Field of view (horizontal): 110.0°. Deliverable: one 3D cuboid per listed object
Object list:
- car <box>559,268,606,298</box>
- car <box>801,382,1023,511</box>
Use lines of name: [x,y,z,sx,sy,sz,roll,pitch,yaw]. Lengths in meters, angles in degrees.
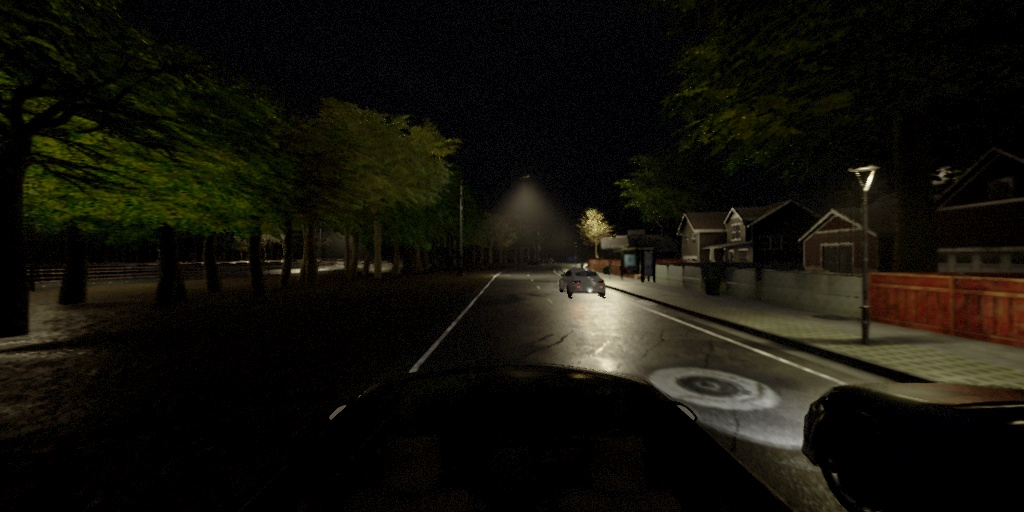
car: [3.601,1.353,18.832,1.812,1.442,4.674,0,0,0]
car: [3.601,1.313,1.491,1.994,1.385,4.181,0,0,0]
